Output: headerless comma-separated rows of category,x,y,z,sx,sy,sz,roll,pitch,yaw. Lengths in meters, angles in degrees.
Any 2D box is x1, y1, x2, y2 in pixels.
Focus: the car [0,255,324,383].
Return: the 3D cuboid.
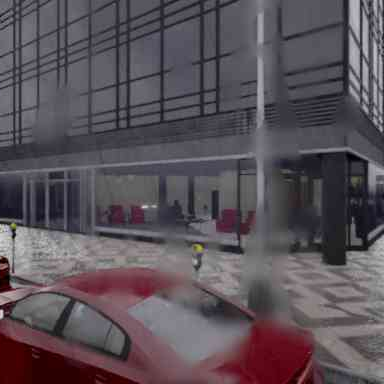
car,-0.970,1.534,3.659,4.507,1.381,1.887,0,0,35
